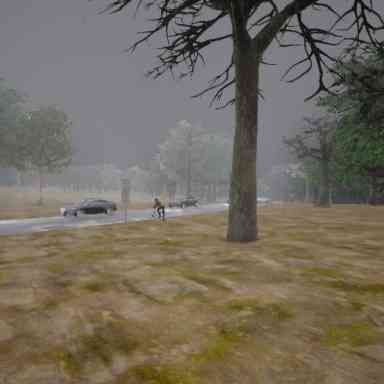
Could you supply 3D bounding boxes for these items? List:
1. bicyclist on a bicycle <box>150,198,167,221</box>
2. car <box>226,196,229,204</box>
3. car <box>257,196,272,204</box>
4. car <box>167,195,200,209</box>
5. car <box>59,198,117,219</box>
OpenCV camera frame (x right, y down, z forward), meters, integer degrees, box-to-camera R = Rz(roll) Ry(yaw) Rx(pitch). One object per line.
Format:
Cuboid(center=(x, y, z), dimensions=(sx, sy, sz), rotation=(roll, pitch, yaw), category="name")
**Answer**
Cuboid(center=(-2.451, 1.288, 24.053), dimensions=(1.656, 1.620, 0.582), rotation=(0, 0, 36), category="bicyclist on a bicycle")
Cuboid(center=(6.780, 1.070, 51.474), dimensions=(1.837, 1.490, 4.892), rotation=(1, 0, 27), category="car")
Cuboid(center=(12.178, 1.284, 55.803), dimensions=(1.895, 1.301, 4.718), rotation=(1, 0, 23), category="car")
Cuboid(center=(-0.884, 1.080, 38.016), dimensions=(1.837, 1.490, 4.892), rotation=(1, 2, 31), category="car")
Cuboid(center=(-8.318, 1.230, 26.965), dimensions=(2.128, 1.511, 4.902), rotation=(2, 2, 36), category="car")
